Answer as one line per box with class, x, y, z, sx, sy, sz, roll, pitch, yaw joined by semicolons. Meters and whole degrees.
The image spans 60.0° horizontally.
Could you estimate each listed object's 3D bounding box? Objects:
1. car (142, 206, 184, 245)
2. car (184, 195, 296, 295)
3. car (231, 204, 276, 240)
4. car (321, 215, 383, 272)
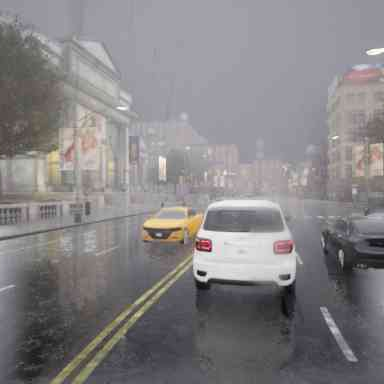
car;-0.805;1.477;15.961;1.882;1.535;5.008;0;0;13
car;1.471;1.221;9.001;2.150;2.045;5.566;0;0;11
car;3.437;1.491;18.306;2.128;1.511;4.902;0;0;12
car;5.391;1.506;10.577;1.837;1.490;4.892;0;0;12
